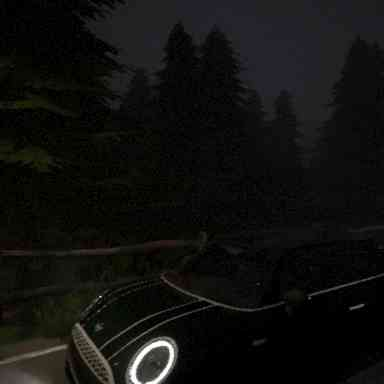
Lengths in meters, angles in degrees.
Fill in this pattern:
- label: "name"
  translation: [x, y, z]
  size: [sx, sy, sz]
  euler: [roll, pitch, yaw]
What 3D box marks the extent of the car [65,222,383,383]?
- label: "car"
  translation: [0.849, 1.336, 4.263]
  size: [4.553, 1.767, 2.097]
  euler: [0, 0, -32]
